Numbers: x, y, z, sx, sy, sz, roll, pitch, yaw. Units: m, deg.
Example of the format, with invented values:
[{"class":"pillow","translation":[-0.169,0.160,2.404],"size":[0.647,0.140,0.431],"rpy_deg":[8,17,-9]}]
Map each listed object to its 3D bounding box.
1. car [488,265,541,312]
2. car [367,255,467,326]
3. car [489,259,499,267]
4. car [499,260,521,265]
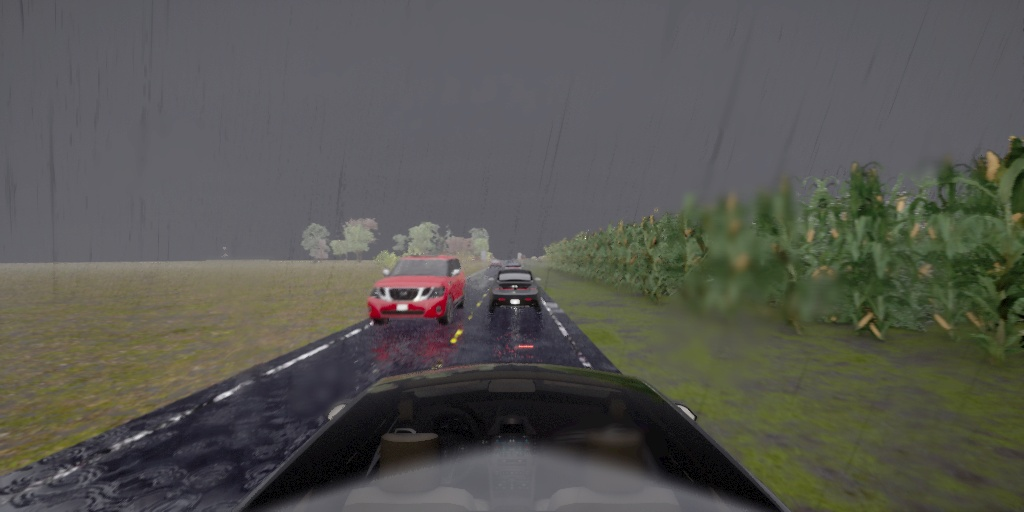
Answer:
[{"class":"car","translation":[0.102,1.265,14.280],"size":[1.837,1.490,4.892],"rpy_deg":[0,0,0]},{"class":"car","translation":[-2.850,0.979,12.069],"size":[2.150,2.045,5.566],"rpy_deg":[0,0,0]},{"class":"car","translation":[-2.761,1.303,60.888],"size":[1.882,1.535,5.008],"rpy_deg":[0,0,0]},{"class":"car","translation":[0.100,1.272,34.050],"size":[2.128,1.511,4.902],"rpy_deg":[0,0,0]}]
